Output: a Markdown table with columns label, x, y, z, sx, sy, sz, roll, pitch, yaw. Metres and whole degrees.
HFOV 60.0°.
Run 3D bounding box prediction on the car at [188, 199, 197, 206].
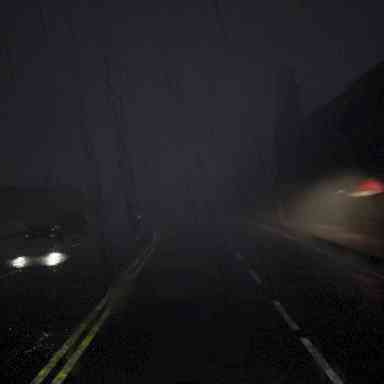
| label | x | y | z | sx | sy | sz | roll | pitch | yaw |
| --- | --- | --- | --- | --- | --- | --- | --- | --- | --- |
| car | 0.054 | 2.229 | 74.164 | 1.837 | 1.490 | 4.892 | 0 | -1 | 0 |

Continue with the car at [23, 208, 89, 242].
| label | x | y | z | sx | sy | sz | roll | pitch | yaw |
| --- | --- | --- | --- | --- | --- | --- | --- | --- | --- |
| car | -7.066 | 1.659 | 17.729 | 1.882 | 1.535 | 5.008 | 0 | -1 | 0 |

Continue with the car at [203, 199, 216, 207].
| label | x | y | z | sx | sy | sz | roll | pitch | yaw |
| --- | --- | --- | --- | --- | --- | --- | --- | --- | --- |
| car | 3.547 | 2.153 | 63.745 | 1.837 | 1.490 | 4.892 | 0 | -1 | 0 |

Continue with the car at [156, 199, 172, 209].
| label | x | y | z | sx | sy | sz | roll | pitch | yaw |
| --- | --- | --- | --- | --- | --- | --- | --- | --- | --- |
| car | -3.470 | 1.662 | 41.283 | 1.812 | 1.442 | 4.674 | 0 | -1 | 0 |

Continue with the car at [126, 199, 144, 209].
| label | x | y | z | sx | sy | sz | roll | pitch | yaw |
| --- | --- | --- | --- | --- | --- | --- | --- | --- | --- |
| car | -6.970 | 1.662 | 41.285 | 1.812 | 1.442 | 4.674 | 0 | -1 | 0 |

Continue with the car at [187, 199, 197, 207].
| label | x | y | z | sx | sy | sz | roll | pitch | yaw |
| --- | --- | --- | --- | --- | --- | --- | --- | --- | --- |
| car | 0.047 | 2.217 | 64.164 | 1.994 | 1.385 | 4.181 | 0 | -1 | 0 |

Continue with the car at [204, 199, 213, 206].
| label | x | y | z | sx | sy | sz | roll | pitch | yaw |
| --- | --- | --- | --- | --- | --- | --- | --- | --- | --- |
| car | 3.554 | 2.253 | 74.161 | 1.812 | 1.442 | 4.674 | 0 | -1 | 0 |
